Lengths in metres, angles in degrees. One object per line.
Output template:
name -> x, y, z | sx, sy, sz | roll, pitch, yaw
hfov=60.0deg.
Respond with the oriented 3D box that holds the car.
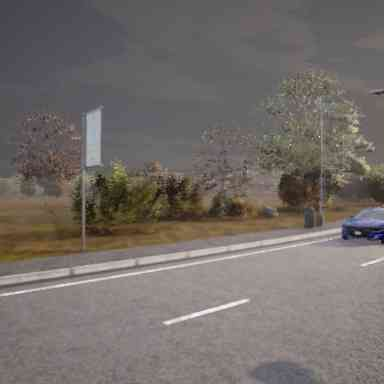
car -> 9.050, 1.516, 16.186 | 5.008, 1.535, 1.882 | 0, 0, -43
